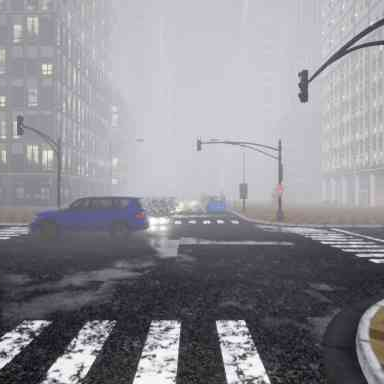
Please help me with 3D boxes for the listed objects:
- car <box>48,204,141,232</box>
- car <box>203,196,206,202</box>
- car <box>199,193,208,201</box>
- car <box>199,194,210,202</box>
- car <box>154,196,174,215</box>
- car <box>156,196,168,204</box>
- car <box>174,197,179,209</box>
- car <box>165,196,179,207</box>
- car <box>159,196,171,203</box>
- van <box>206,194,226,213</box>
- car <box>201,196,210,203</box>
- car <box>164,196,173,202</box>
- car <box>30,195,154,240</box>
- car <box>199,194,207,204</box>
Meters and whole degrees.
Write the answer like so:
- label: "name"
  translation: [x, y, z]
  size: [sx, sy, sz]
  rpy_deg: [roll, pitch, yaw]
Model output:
- label: "car"
  translation: [-5.608, 1.490, 19.660]
  size: [4.902, 1.511, 2.128]
  rpy_deg: [0, 0, -1]
- label: "car"
  translation: [2.658, 1.544, 41.424]
  size: [1.887, 1.381, 4.507]
  rpy_deg: [0, 0, 0]
- label: "car"
  translation: [2.850, 1.309, 85.736]
  size: [2.192, 1.841, 5.009]
  rpy_deg: [0, 0, 0]
- label: "car"
  translation: [2.796, 1.312, 74.657]
  size: [2.192, 1.841, 5.009]
  rpy_deg: [0, 0, 0]
- label: "car"
  translation: [-3.204, 1.491, 33.268]
  size: [2.128, 1.511, 4.902]
  rpy_deg: [0, 0, -1]
- label: "car"
  translation: [-5.639, 1.564, 63.618]
  size: [1.947, 1.339, 4.313]
  rpy_deg: [0, 0, 0]
- label: "car"
  translation: [-3.148, 1.547, 43.054]
  size: [2.033, 1.411, 5.357]
  rpy_deg: [0, 0, 0]
- label: "car"
  translation: [-3.089, 1.477, 53.193]
  size: [1.882, 1.535, 5.008]
  rpy_deg: [0, 0, 1]
- label: "car"
  translation: [-5.612, 1.548, 69.157]
  size: [2.008, 1.369, 4.403]
  rpy_deg: [0, 0, 0]
- label: "van"
  translation: [2.722, 1.341, 35.886]
  size: [1.690, 1.788, 3.998]
  rpy_deg: [0, 0, 0]
- label: "car"
  translation: [2.768, 1.542, 69.117]
  size: [1.887, 1.381, 4.507]
  rpy_deg: [0, 0, 0]
- label: "car"
  translation: [-5.558, 1.578, 80.236]
  size: [1.802, 1.307, 4.206]
  rpy_deg: [0, 0, 0]
- label: "car"
  translation: [-4.889, 1.214, 16.422]
  size: [5.566, 2.045, 2.150]
  rpy_deg: [0, 0, -1]
- label: "car"
  translation: [2.742, 1.313, 63.578]
  size: [2.192, 1.841, 5.009]
  rpy_deg: [0, 0, 0]
